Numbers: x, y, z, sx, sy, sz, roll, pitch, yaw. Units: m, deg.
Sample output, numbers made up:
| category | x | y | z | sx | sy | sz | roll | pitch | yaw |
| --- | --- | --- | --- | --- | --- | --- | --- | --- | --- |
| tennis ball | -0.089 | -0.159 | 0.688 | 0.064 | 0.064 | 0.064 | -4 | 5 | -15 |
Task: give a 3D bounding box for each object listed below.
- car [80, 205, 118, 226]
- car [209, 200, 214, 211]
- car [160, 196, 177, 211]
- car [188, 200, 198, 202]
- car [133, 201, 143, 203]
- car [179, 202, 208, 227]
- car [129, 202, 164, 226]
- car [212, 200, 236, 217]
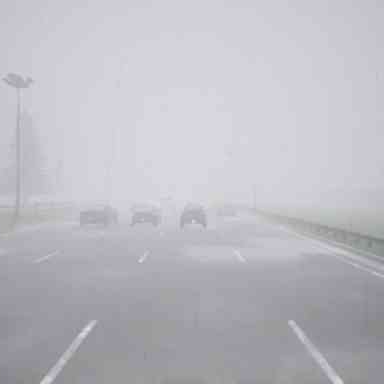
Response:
| category | x | y | z | sx | sy | sz | roll | pitch | yaw |
| --- | --- | --- | --- | --- | --- | --- | --- | --- | --- |
| car | -6.900 | 1.697 | 25.130 | 1.882 | 1.535 | 5.008 | 0 | -1 | 0 |
| car | 3.526 | 1.890 | 47.422 | 1.882 | 1.535 | 5.008 | 0 | 0 | 0 |
| car | -3.407 | 1.640 | 48.096 | 2.150 | 2.045 | 5.566 | 0 | 0 | 0 |
| car | 0.093 | 1.909 | 49.627 | 1.882 | 1.535 | 5.008 | 0 | 0 | 0 |
| car | -6.922 | 1.926 | 43.454 | 2.033 | 1.411 | 5.357 | 0 | 0 | 0 |
| car | 0.101 | 1.722 | 24.830 | 1.837 | 1.490 | 4.892 | 0 | 0 | 0 |
| car | -3.413 | 1.747 | 25.443 | 1.812 | 1.442 | 4.674 | 0 | 0 | 0 |
| car | 3.504 | 1.871 | 35.225 | 1.994 | 1.385 | 4.181 | 0 | 0 | 0 |
